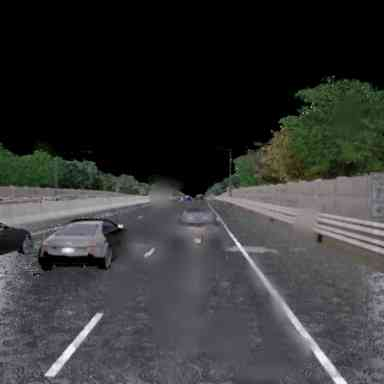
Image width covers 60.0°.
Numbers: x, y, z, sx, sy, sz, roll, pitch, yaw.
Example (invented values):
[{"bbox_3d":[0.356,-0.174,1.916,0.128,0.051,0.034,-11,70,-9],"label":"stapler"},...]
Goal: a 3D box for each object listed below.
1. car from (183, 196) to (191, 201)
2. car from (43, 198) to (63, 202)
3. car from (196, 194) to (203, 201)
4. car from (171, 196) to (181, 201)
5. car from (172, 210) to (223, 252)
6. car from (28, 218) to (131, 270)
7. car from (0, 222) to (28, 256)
[{"bbox_3d":[-1.394,1.805,94.018,1.882,1.535,5.008,0,-1,1],"label":"car"},{"bbox_3d":[-19.972,1.518,47.919,1.994,1.385,4.181,0,0,1],"label":"car"},{"bbox_3d":[2.107,1.570,93.970,2.150,2.045,5.566,0,-1,1],"label":"car"},{"bbox_3d":[-4.886,1.866,94.448,1.994,1.385,4.181,0,-1,1],"label":"car"},{"bbox_3d":[0.244,1.510,13.982,2.128,1.511,4.902,0,0,1],"label":"car"},{"bbox_3d":[-3.324,1.562,11.052,1.994,1.385,4.181,0,0,1],"label":"car"},{"bbox_3d":[-6.840,1.506,10.392,1.812,1.442,4.674,0,0,1],"label":"car"}]
